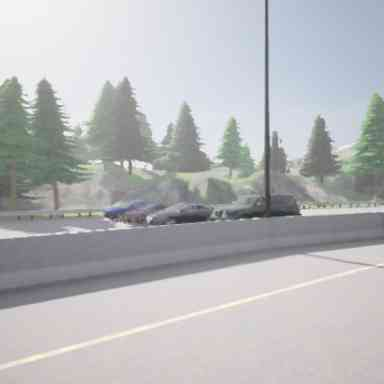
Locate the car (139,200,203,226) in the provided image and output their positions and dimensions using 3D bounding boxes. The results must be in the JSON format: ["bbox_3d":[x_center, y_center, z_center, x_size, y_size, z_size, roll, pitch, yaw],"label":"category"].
[{"bbox_3d":[-0.422,1.420,20.445,4.902,1.511,2.128,-1,0,-32],"label":"car"}]

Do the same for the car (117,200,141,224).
[{"bbox_3d":[-2.698,1.498,23.130,4.181,1.385,1.994,0,0,-32],"label":"car"}]

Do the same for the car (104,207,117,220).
[{"bbox_3d":[-4.385,1.411,26.208,5.008,1.535,1.882,0,0,-32],"label":"car"}]

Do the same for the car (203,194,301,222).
[{"bbox_3d":[3.727,1.131,18.946,5.566,2.045,2.150,0,0,-30],"label":"car"}]
